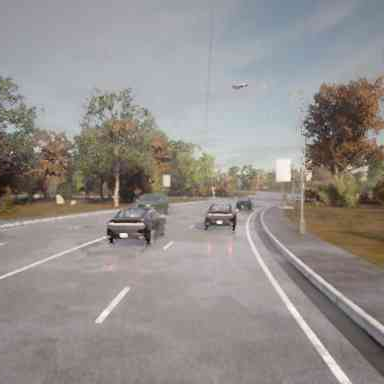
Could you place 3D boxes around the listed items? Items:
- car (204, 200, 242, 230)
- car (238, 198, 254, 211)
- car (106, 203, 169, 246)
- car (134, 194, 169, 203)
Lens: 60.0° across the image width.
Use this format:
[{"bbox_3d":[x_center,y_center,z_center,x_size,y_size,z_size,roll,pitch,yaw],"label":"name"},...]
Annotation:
[{"bbox_3d":[1.902,1.486,20.936,2.128,1.511,4.902,0,0,9],"label":"car"},{"bbox_3d":[6.680,1.504,41.990,1.837,1.490,4.892,0,0,16],"label":"car"},{"bbox_3d":[-2.383,1.473,15.366,2.128,1.511,4.902,0,0,6],"label":"car"},{"bbox_3d":[-3.682,1.183,30.421,2.150,2.045,5.566,0,0,12],"label":"car"}]
